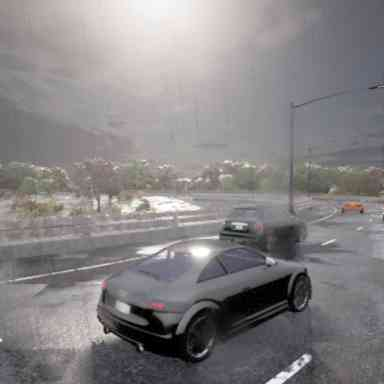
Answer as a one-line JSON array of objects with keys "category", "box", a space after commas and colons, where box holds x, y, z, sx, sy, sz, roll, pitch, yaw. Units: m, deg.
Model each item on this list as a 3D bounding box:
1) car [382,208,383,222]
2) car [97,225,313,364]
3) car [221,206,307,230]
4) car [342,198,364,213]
[{"category": "car", "box": [16.129, 1.595, 26.178, 2.033, 1.411, 5.357, 0, 0, 31]}, {"category": "car", "box": [0.467, 1.561, 6.002, 4.181, 1.385, 1.994, 0, 0, -45]}, {"category": "car", "box": [3.164, 1.355, 14.192, 2.097, 1.767, 4.553, 0, 0, 40]}, {"category": "car", "box": [18.149, 1.401, 37.551, 2.097, 1.767, 4.553, 0, 0, 26]}]
